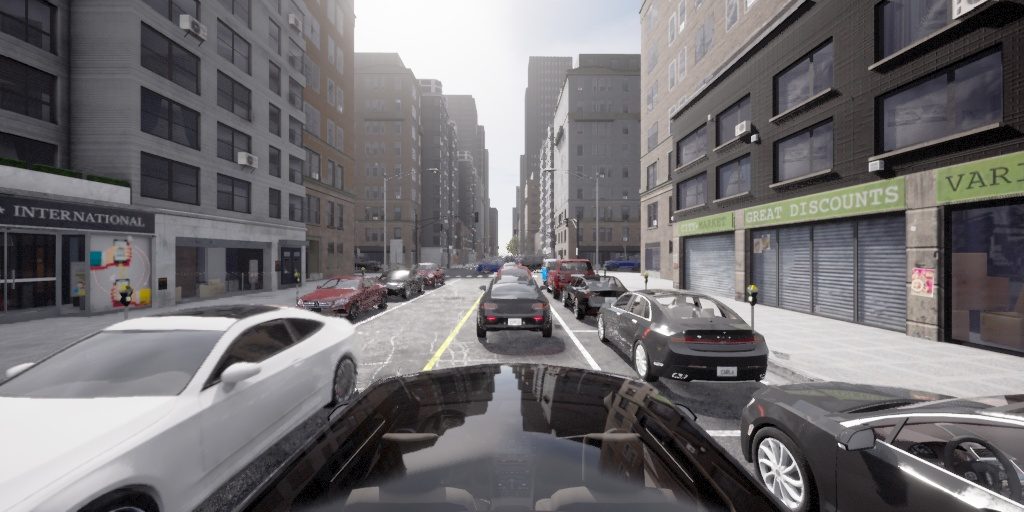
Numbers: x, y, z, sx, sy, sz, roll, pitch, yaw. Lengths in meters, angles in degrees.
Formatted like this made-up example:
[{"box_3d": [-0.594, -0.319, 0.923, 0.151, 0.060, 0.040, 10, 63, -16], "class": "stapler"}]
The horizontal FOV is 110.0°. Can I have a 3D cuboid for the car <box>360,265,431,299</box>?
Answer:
[{"box_3d": [-5.663, 1.315, 17.991, 1.948, 1.339, 4.313, 0, 0, 0], "class": "car"}]

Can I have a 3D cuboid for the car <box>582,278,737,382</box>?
[{"box_3d": [2.860, 1.300, 6.948, 2.007, 1.370, 4.403, 0, 0, 0], "class": "car"}]

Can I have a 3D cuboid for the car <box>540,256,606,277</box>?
[{"box_3d": [2.863, 1.065, 17.996, 2.192, 1.841, 5.009, 0, 0, 0], "class": "car"}]

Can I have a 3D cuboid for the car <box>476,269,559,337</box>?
[{"box_3d": [0.041, 1.276, 10.163, 1.812, 1.442, 4.674, 0, 0, -1], "class": "car"}]

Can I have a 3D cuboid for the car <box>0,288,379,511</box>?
[{"box_3d": [-3.098, 1.275, 3.468, 1.812, 1.442, 4.674, 0, 0, 0], "class": "car"}]

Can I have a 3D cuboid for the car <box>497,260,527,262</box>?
[{"box_3d": [0.071, 1.255, 27.703, 1.837, 1.490, 4.892, 0, 0, 2], "class": "car"}]

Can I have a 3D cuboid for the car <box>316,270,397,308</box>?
[{"box_3d": [-5.664, 1.332, 12.466, 1.802, 1.307, 4.207, 0, 0, 0], "class": "car"}]

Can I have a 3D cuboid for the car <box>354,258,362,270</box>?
[{"box_3d": [-19.892, 1.269, 40.188, 4.892, 1.490, 1.837, 0, 0, 0], "class": "car"}]

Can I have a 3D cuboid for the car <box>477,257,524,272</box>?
[{"box_3d": [-1.430, 1.220, 40.287, 5.008, 1.535, 1.882, 0, 0, 0], "class": "car"}]

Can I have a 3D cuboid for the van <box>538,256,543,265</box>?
[{"box_3d": [2.865, 1.091, 23.519, 1.690, 1.789, 3.998, 0, 0, 0], "class": "van"}]

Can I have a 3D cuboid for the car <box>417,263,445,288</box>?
[{"box_3d": [-5.661, 1.189, 23.516, 1.967, 1.591, 4.097, 0, 0, 0], "class": "car"}]

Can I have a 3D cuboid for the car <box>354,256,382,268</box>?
[{"box_3d": [-18.600, 0.983, 43.443, 5.566, 2.045, 2.150, 1, 0, 0], "class": "car"}]

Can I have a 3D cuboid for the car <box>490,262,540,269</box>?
[{"box_3d": [0.103, 1.228, 17.531, 1.882, 1.535, 5.008, 0, 0, 0], "class": "car"}]

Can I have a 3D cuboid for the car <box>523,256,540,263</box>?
[{"box_3d": [3.769, 0.963, 43.563, 5.566, 2.045, 2.150, 0, 0, 0], "class": "car"}]

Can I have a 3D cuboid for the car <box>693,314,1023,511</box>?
[{"box_3d": [2.859, 1.300, 1.425, 2.007, 1.370, 4.403, 0, 0, 0], "class": "car"}]

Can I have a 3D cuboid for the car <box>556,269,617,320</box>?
[{"box_3d": [2.862, 1.316, 12.472, 1.948, 1.339, 4.313, 0, 0, 0], "class": "car"}]

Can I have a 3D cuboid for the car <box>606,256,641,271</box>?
[{"box_3d": [14.843, 0.960, 47.050, 5.566, 2.045, 2.150, 0, 0, 2], "class": "car"}]
